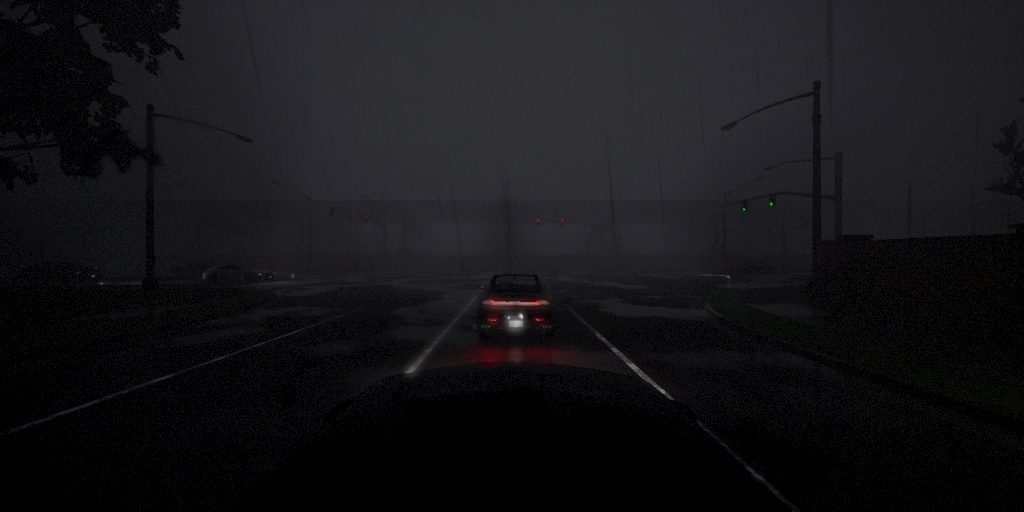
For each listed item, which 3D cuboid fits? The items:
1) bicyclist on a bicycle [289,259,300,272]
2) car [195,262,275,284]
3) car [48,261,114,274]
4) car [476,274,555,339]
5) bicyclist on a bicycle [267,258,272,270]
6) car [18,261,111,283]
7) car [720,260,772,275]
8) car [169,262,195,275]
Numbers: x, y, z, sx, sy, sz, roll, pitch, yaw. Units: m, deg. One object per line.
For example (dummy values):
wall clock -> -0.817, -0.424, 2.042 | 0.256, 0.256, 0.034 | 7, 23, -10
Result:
bicyclist on a bicycle -> -27.055, 1.203, 44.677 | 0.582, 1.620, 1.656 | 0, 0, 14
car -> -20.160, 1.276, 26.514 | 4.674, 1.442, 1.812 | 0, 0, 2
car -> -49.669, 1.297, 41.404 | 5.357, 1.411, 2.033 | 0, 0, 2
car -> 0.094, 1.242, 10.117 | 2.128, 1.511, 4.902 | 0, 0, 0
bicyclist on a bicycle -> -31.608, 1.050, 46.765 | 0.582, 1.620, 1.656 | 0, 0, -33
car -> -33.798, 1.240, 26.918 | 4.902, 1.511, 2.128 | 0, 0, 2
car -> 23.495, 1.140, 36.052 | 4.674, 1.442, 1.812 | -1, 0, 2
car -> -32.522, 1.297, 37.543 | 5.357, 1.411, 2.033 | 0, 0, 2
